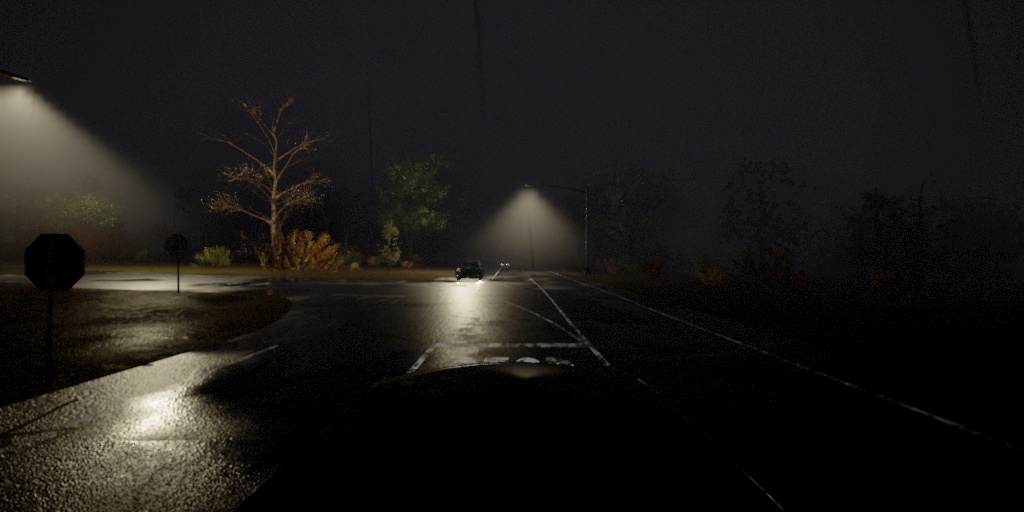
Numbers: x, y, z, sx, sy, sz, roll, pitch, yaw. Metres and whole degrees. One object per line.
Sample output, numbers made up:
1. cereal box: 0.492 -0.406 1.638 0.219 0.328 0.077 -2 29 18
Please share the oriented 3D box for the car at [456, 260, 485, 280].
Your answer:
1. car: -3.523 1.153 30.875 2.097 1.767 4.553 0 -1 0
